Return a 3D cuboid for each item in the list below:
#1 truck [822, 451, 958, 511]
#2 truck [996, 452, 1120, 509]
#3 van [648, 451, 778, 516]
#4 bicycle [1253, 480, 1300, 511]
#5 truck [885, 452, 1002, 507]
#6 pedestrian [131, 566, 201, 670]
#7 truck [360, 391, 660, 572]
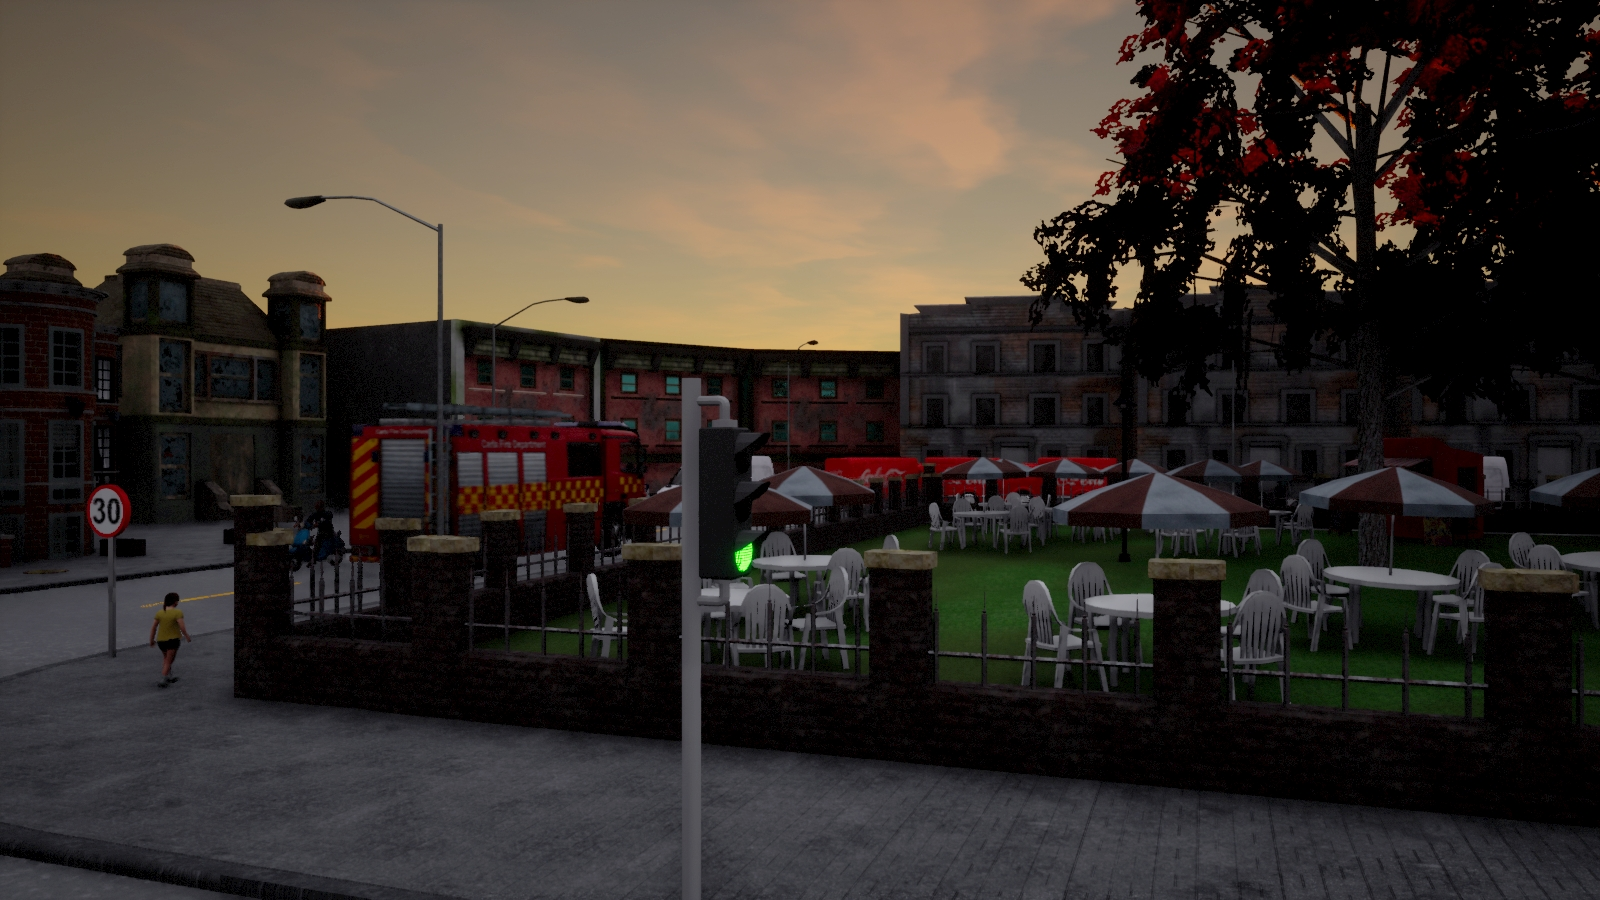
[{"bbox_3d":[3.874,1.342,49.215,5.204,2.467,2.627,1,-1,-25],"label":"truck"},{"bbox_3d":[11.735,1.348,51.842,5.204,2.467,2.627,0,0,19],"label":"truck"},{"bbox_3d":[-3.575,1.316,48.190,1.988,2.561,5.915,0,0,39],"label":"van"},{"bbox_3d":[20.335,1.940,48.821,1.835,1.271,0.329,0,0,19],"label":"bicycle"},{"bbox_3d":[6.742,1.349,53.338,5.204,2.467,2.627,0,0,12],"label":"truck"},{"bbox_3d":[-7.192,1.896,12.968,0.500,1.100,0.500,0,0,6],"label":"pedestrian"},{"bbox_3d":[-6.820,0.670,28.601,2.891,3.827,8.468,0,0,21],"label":"truck"}]
